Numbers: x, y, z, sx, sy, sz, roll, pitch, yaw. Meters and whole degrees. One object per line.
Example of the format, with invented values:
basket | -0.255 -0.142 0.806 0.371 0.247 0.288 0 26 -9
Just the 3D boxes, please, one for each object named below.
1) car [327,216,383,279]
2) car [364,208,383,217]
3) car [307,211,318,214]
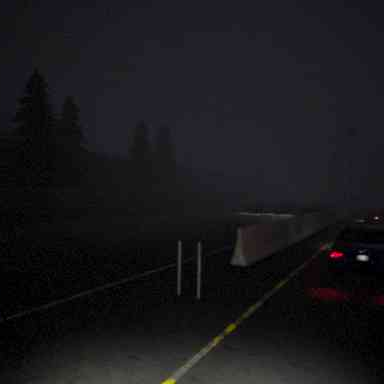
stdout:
car | 5.499 1.727 10.448 2.033 1.411 5.357 1 0 30
car | 15.710 2.064 28.208 1.994 1.385 4.181 1 0 30
car | 14.521 2.157 40.554 1.895 1.301 4.718 1 0 30
